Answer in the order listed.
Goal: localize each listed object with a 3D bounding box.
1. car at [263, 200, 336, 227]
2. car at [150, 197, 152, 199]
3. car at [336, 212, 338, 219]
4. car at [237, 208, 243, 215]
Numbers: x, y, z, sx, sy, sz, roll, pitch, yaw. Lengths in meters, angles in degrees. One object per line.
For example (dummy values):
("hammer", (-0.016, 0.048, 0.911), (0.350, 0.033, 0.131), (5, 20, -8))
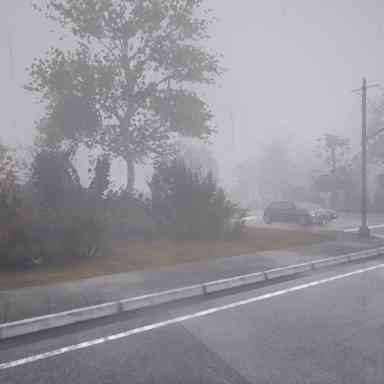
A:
("car", (7.313, 1.426, 23.643), (2.097, 1.767, 4.553), (0, -1, -38))
("car", (-6.113, 1.848, 53.041), (5.566, 2.045, 2.150), (-2, -1, 40))
("car", (9.212, 1.594, 26.889), (1.837, 1.490, 4.892), (0, -1, -42))
("car", (3.501, 1.781, 33.716), (1.994, 1.385, 4.181), (0, -1, -42))
